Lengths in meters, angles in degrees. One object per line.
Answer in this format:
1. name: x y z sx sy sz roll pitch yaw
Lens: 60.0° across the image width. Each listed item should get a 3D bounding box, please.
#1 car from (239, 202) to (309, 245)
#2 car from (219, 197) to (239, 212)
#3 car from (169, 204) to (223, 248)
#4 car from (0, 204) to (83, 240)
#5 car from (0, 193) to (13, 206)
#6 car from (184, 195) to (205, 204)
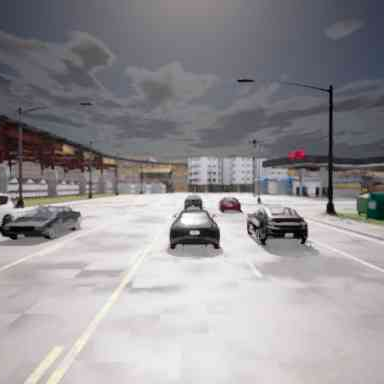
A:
1. car: 3.602 1.352 14.750 2.128 1.511 4.902 0 1 0
2. car: 3.680 1.145 32.444 1.994 1.385 4.181 0 1 2
3. car: 0.102 1.433 14.156 1.994 1.385 4.181 0 1 0
4. car: -7.013 1.384 16.352 2.033 1.411 5.357 0 1 1
5. car: -10.523 1.073 15.595 2.150 2.045 5.566 0 0 1
6. car: 0.285 1.052 34.555 1.837 1.490 4.892 -1 1 5
